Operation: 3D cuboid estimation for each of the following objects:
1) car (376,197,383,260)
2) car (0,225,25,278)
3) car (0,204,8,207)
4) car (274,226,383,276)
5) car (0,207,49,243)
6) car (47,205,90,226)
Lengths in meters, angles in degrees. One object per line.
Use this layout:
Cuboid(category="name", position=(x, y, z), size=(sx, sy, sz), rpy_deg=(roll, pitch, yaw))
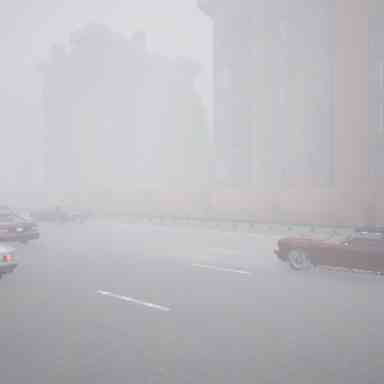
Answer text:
Cuboid(category="car", position=(9.069, 1.219, 10.419), size=(5.566, 2.045, 2.150), rpy_deg=(0, 0, 36))
Cuboid(category="car", position=(-6.619, 1.599, 8.718), size=(4.718, 1.301, 1.895), rpy_deg=(0, 0, 36))
Cuboid(category="car", position=(-13.871, 1.500, 22.500), size=(4.892, 1.490, 1.837), rpy_deg=(0, 0, 35))
Cuboid(category="car", position=(4.769, 1.600, 9.190), size=(4.718, 1.301, 1.895), rpy_deg=(0, 0, 36))
Cuboid(category="car", position=(-8.866, 1.545, 14.626), size=(5.357, 1.411, 2.033), rpy_deg=(0, 0, 36))
Cuboid(category="car", position=(-9.495, 1.597, 23.675), size=(4.718, 1.301, 1.895), rpy_deg=(0, 0, 36))
